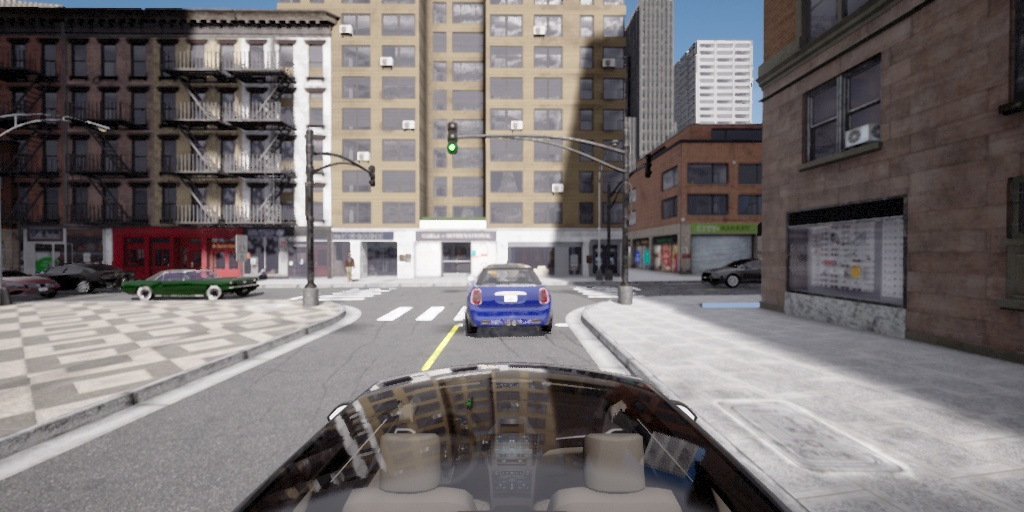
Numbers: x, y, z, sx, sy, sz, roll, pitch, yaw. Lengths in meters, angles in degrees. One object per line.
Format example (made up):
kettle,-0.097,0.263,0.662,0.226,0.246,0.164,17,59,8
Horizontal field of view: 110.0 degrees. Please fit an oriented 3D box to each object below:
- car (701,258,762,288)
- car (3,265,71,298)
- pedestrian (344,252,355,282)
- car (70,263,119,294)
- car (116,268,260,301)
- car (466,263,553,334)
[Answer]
car,12.925,0.882,19.525,4.892,1.490,1.837,-1,1,-1
car,-23.238,1.244,15.966,4.674,1.442,1.812,0,1,-1
pedestrian,-10.114,0.694,22.316,0.375,1.860,0.375,0,1,-1
car,-23.184,1.162,19.133,5.008,1.535,1.882,0,1,0
car,-14.167,1.252,16.043,4.718,1.301,1.895,0,1,-1
car,-0.235,0.978,10.392,2.097,1.767,4.553,0,1,-6
